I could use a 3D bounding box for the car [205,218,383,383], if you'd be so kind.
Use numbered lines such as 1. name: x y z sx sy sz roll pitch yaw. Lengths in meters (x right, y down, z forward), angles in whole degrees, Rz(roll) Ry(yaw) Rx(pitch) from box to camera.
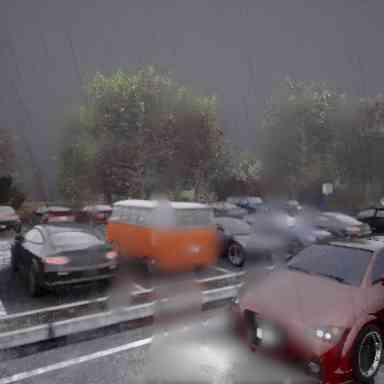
1. car: 2.563 1.523 5.504 4.181 1.385 1.994 -6 4 -35

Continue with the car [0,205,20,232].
1. car: -10.941 1.465 18.752 2.097 1.535 5.008 1 0 -36

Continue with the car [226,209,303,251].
1. car: 1.173 1.548 11.951 2.163 1.488 4.792 1 0 -36

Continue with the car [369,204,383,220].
1. car: 10.326 1.617 18.581 2.097 1.535 5.008 1 0 -36

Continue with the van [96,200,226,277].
1. van: -1.203 1.267 10.418 1.878 1.987 4.442 1 0 -36

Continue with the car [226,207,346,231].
1. car: 3.446 1.584 13.630 2.002 1.452 4.674 1 0 -36

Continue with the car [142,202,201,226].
1. car: -1.674 1.569 25.425 2.231 1.521 4.892 1 0 -36

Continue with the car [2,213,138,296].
1. car: -3.427 1.508 8.667 2.002 1.452 4.674 1 0 -36

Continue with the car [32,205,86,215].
1. car: -8.565 1.522 20.496 2.163 1.488 4.792 1 0 -36

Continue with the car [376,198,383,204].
1. car: 14.926 1.409 21.869 2.435 2.045 5.566 1 0 -36

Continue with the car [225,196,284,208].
1. car: 5.109 1.386 30.292 2.435 2.045 5.566 1 0 -36

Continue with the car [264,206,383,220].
1. car: 5.741 1.609 15.278 2.002 1.452 4.674 1 0 -36

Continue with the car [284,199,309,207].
1. car: 9.817 1.547 33.643 2.185 1.767 4.553 1 -1 -36

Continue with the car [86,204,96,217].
1. car: -6.254 1.517 22.121 2.097 1.535 5.008 1 0 -36

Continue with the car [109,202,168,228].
1. car: -3.964 1.542 23.772 2.097 1.535 5.008 1 0 -36

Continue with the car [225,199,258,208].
1. car: 2.897 1.617 28.739 2.231 1.521 4.892 1 0 -36
